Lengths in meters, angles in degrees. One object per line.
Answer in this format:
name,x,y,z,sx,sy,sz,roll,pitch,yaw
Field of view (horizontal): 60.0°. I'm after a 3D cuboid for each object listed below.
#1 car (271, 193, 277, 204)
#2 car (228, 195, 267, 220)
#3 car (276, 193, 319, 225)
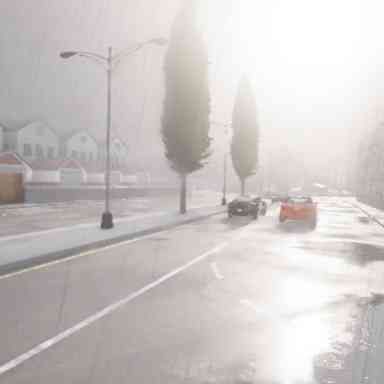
car,10.633,0.751,39.319,1.895,1.301,4.718,2,2,22
car,3.956,0.972,23.191,1.882,1.535,5.008,2,2,22
car,6.960,0.981,21.368,2.097,1.767,4.553,2,2,23
